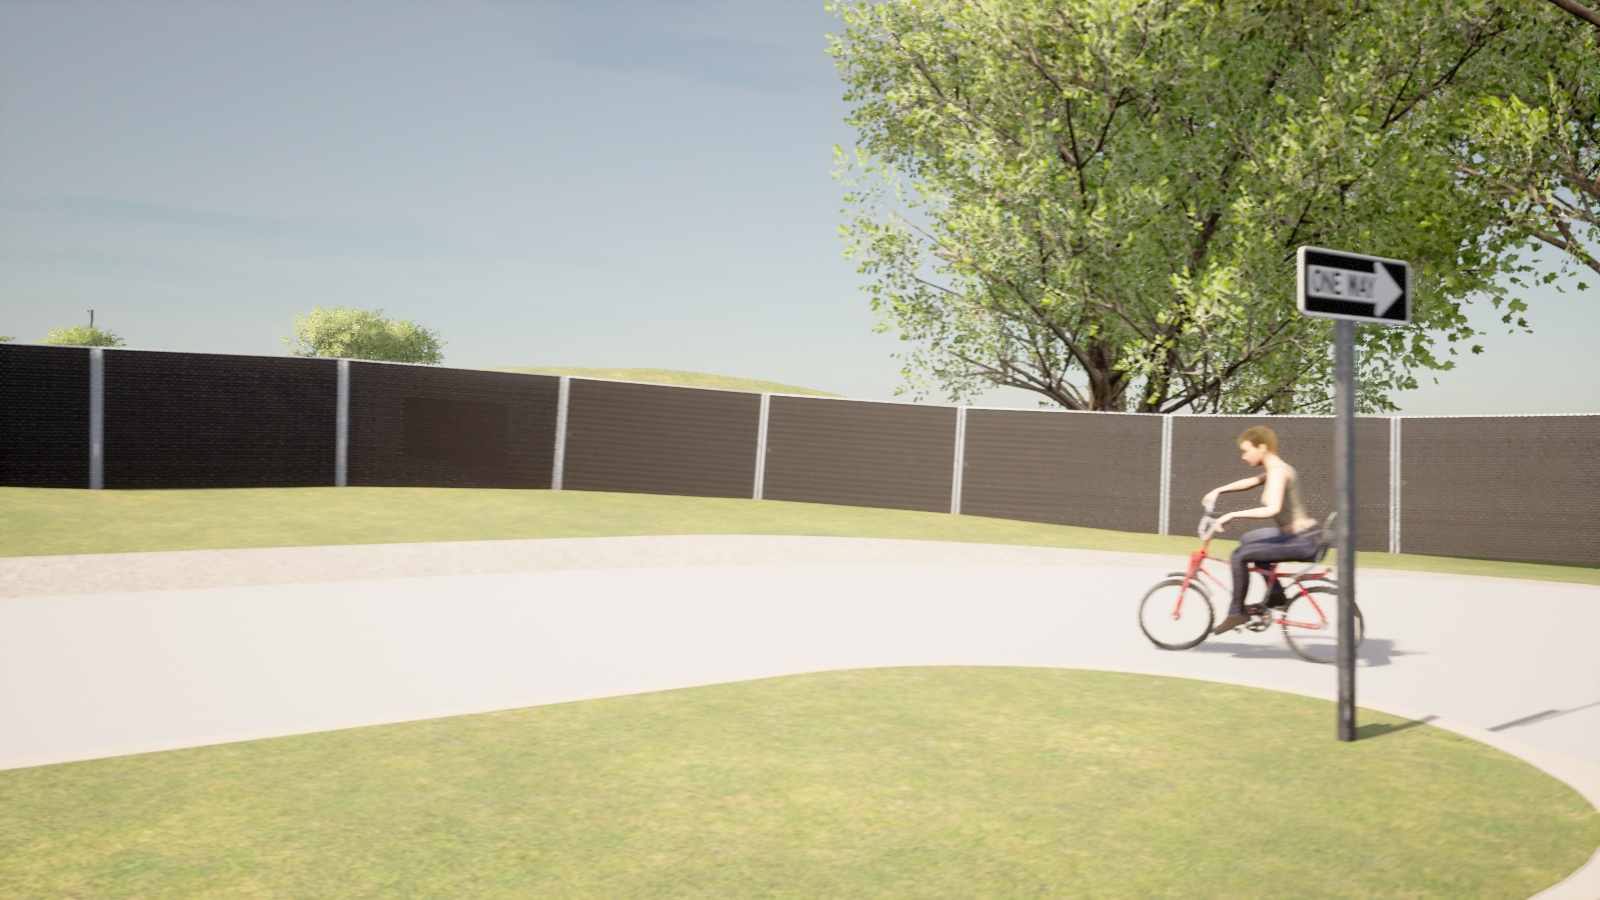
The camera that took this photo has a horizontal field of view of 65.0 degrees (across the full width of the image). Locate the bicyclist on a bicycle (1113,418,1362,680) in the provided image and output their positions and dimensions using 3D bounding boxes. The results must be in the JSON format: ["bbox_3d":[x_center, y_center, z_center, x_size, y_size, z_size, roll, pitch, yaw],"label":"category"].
[{"bbox_3d":[3.030,0.620,8.670,1.509,1.612,0.866,0,5,27],"label":"bicyclist on a bicycle"}]
